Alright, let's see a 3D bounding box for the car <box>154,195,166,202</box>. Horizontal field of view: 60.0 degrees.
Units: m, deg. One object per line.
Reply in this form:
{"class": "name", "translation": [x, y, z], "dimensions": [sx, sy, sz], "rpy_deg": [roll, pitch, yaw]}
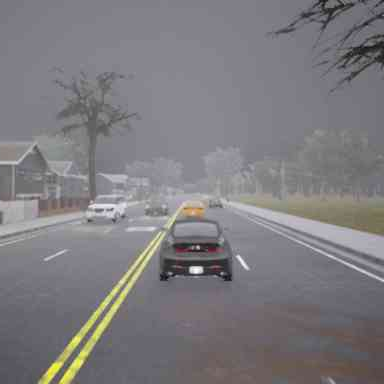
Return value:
{"class": "car", "translation": [-6.529, 1.245, 68.129], "dimensions": [2.033, 1.411, 5.357], "rpy_deg": [0, 0, 0]}

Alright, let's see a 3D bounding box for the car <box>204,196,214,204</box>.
{"class": "car", "translation": [3.257, 1.526, 64.267], "dimensions": [1.882, 1.535, 5.008], "rpy_deg": [0, 0, 1]}

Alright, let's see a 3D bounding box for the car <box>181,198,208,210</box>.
{"class": "car", "translation": [0.090, 1.504, 28.550], "dimensions": [1.882, 1.535, 5.008], "rpy_deg": [0, 0, 0]}

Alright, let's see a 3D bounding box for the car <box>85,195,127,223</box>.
{"class": "car", "translation": [-6.612, 1.243, 26.308], "dimensions": [2.150, 2.045, 5.566], "rpy_deg": [0, 0, 0]}

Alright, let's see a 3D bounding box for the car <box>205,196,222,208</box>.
{"class": "car", "translation": [3.330, 1.585, 47.855], "dimensions": [2.033, 1.411, 5.357], "rpy_deg": [0, 0, 0]}

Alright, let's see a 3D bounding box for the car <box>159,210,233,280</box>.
{"class": "car", "translation": [0.097, 1.516, 9.942], "dimensions": [1.837, 1.490, 4.892], "rpy_deg": [0, 0, 0]}

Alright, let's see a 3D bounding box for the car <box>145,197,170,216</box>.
{"class": "car", "translation": [-3.358, 1.381, 32.694], "dimensions": [2.097, 1.767, 4.553], "rpy_deg": [0, 0, 0]}
